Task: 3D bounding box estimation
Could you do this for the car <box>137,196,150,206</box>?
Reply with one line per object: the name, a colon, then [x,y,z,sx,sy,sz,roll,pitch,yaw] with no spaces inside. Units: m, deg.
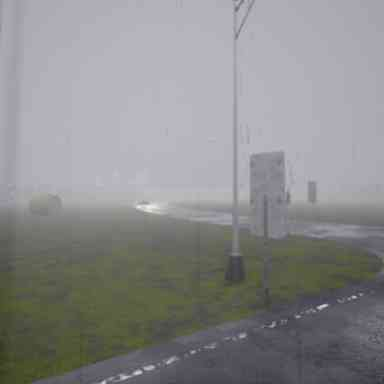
car: [-8.291,1.536,56.863,1.837,1.490,4.892,-1,0,-12]
